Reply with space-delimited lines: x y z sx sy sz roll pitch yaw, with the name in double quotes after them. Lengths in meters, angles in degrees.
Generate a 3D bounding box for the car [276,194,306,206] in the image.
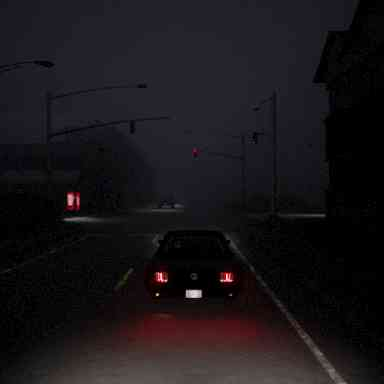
14.494 1.248 48.360 3.806 1.475 1.970 0 0 0 "car"

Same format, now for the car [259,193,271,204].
14.170 1.169 54.778 5.027 1.636 2.152 0 0 0 "car"

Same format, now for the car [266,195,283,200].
21.315 1.399 86.081 3.806 1.475 1.970 0 0 0 "car"

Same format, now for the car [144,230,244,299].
0.059 1.601 8.388 1.895 1.301 4.718 0 0 1 "car"

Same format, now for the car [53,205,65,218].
-12.416 1.328 25.853 4.892 1.490 1.837 0 0 -1 "car"

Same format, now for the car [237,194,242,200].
13.894 1.389 89.062 3.633 1.501 1.845 0 0 0 "car"

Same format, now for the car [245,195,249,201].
13.758 1.113 70.478 4.605 1.855 1.932 0 0 0 "car"

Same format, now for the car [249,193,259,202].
14.170 1.092 67.572 3.866 1.878 1.905 0 0 0 "car"

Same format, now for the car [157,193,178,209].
-3.590 1.221 46.747 2.150 2.045 5.566 0 0 0 "car"

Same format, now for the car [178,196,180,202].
-3.562 1.601 60.637 1.895 1.301 4.718 0 0 0 "car"

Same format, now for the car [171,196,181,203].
-3.493 1.536 73.295 2.033 1.411 5.357 0 0 0 "car"
